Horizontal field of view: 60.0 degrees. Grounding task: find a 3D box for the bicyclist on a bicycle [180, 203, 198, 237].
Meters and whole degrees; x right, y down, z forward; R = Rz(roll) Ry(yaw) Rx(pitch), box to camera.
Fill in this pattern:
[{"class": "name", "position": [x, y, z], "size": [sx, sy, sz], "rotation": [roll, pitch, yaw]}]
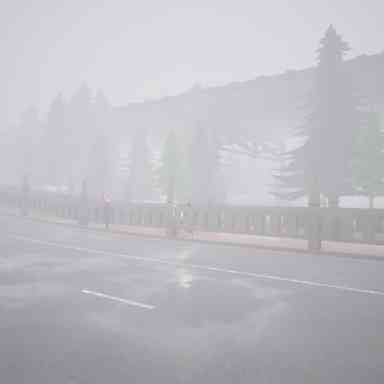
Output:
[{"class": "bicyclist on a bicycle", "position": [-0.093, 1.343, 16.118], "size": [0.582, 1.620, 1.656], "rotation": [1, -3, 33]}]
